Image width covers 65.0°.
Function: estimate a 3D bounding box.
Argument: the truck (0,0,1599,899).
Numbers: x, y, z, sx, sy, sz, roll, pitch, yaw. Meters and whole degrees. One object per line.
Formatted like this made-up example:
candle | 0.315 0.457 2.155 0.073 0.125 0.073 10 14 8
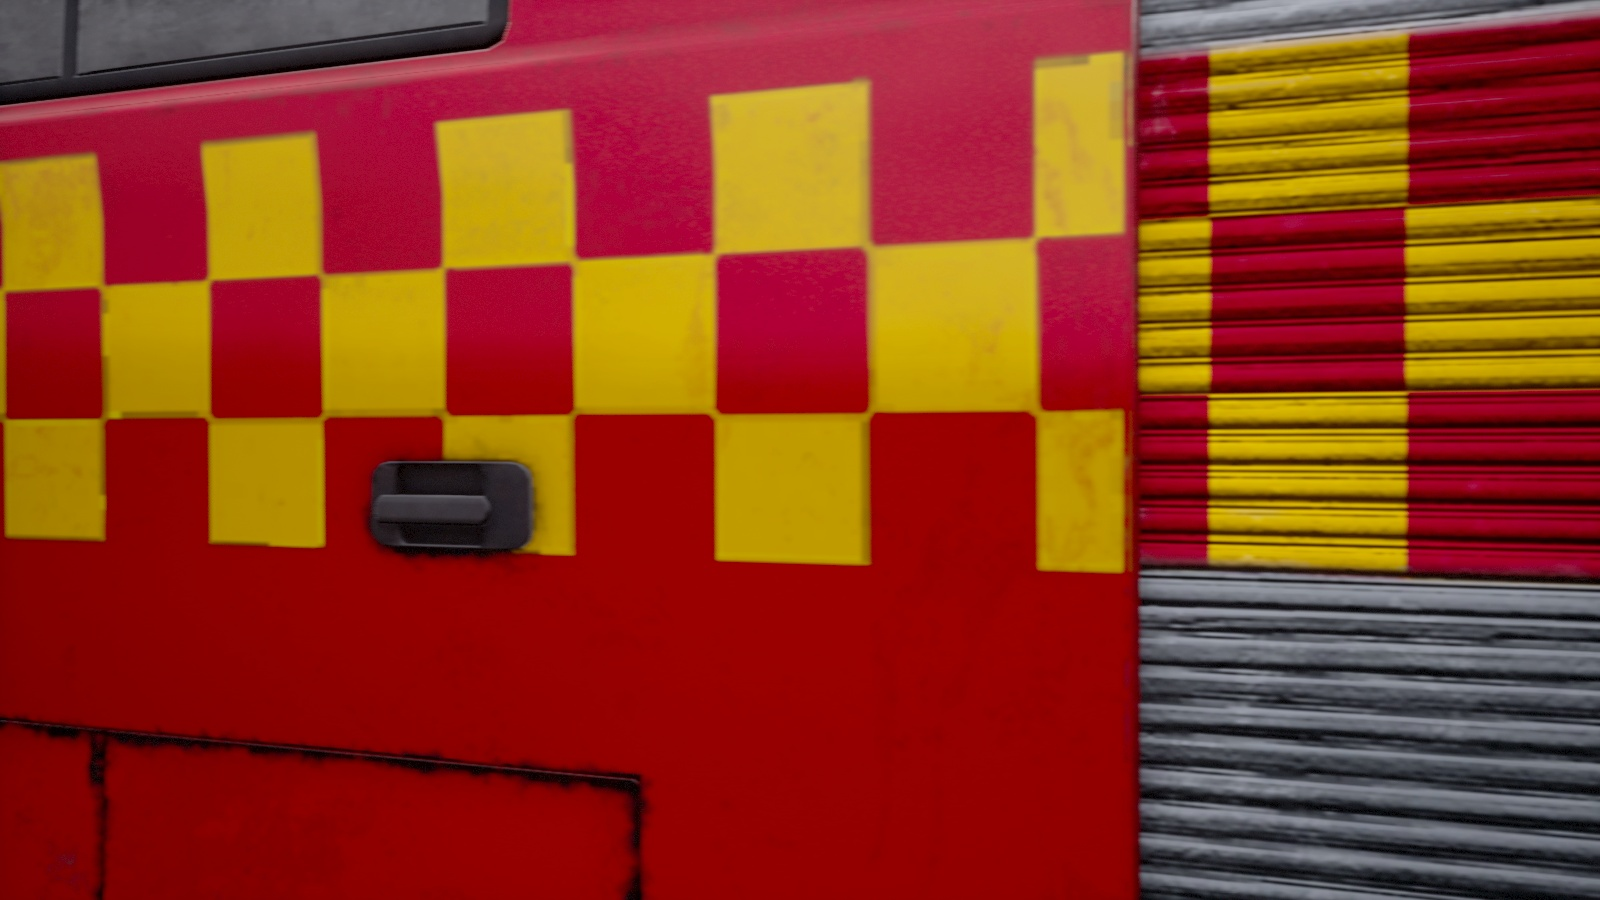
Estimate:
truck | -0.212 -0.392 3.248 8.468 3.827 2.891 1 1 19
